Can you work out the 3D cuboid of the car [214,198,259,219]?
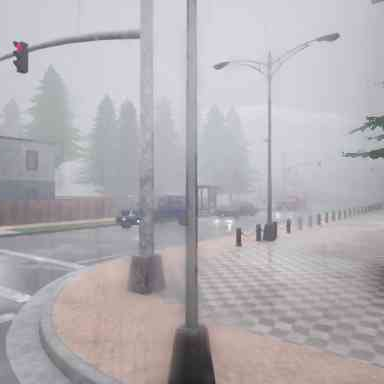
[{"bbox_3d":[4.102,1.532,29.461,2.033,1.411,5.357,0,0,37],"label":"car"}]

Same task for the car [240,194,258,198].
[{"bbox_3d":[13.662,1.144,77.465,1.932,1.855,4.605,0,0,36],"label":"car"}]

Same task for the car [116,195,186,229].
[{"bbox_3d":[-2.207,1.207,21.151,2.150,2.045,5.566,0,0,37],"label":"car"}]

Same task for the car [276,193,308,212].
[{"bbox_3d":[12.021,1.198,39.789,2.150,2.045,5.566,0,1,38],"label":"car"}]

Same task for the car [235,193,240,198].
[{"bbox_3d":[11.398,1.146,78.624,1.905,1.878,3.866,0,0,36],"label":"car"}]
